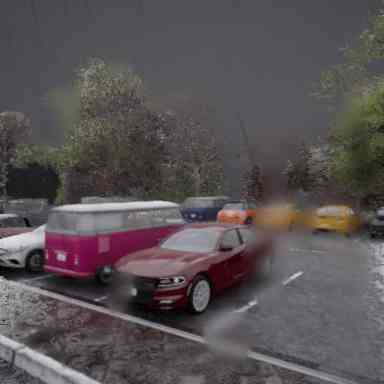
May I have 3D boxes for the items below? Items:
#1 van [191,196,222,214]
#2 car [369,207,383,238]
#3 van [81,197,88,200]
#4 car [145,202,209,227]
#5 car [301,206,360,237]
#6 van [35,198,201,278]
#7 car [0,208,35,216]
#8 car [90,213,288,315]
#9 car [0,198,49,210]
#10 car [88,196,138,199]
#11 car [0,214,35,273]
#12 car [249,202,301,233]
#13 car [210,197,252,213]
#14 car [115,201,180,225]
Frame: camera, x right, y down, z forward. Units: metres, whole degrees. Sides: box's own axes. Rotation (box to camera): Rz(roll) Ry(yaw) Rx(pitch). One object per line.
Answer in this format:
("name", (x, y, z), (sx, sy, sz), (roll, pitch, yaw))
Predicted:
("van", (1.320, 1.321, 23.451), (1.878, 1.987, 4.442), (0, 0, 35))
("car", (10.303, 1.485, 16.961), (2.231, 1.521, 4.892), (0, 0, 35))
("van", (-7.830, 1.410, 29.909), (1.878, 1.987, 4.442), (-1, 0, 35))
("car", (-1.014, 1.564, 24.948), (2.231, 1.521, 4.892), (0, 0, 35))
("car", (8.041, 1.500, 18.559), (2.097, 1.535, 5.008), (0, 0, 35))
("van", (-1.853, 1.291, 9.681), (1.878, 1.987, 4.442), (0, 0, 35))
("car", (-6.438, 1.578, 12.810), (2.163, 1.488, 4.792), (0, 0, 35))
("car", (0.352, 1.501, 7.989), (2.097, 1.535, 5.008), (0, 0, 35))
("car", (-8.741, 1.313, 14.365), (2.435, 2.045, 5.566), (0, 0, 35))
("car", (-5.519, 1.351, 28.169), (2.435, 2.045, 5.566), (-1, 0, 35))
("car", (-4.186, 1.573, 11.188), (2.002, 1.452, 4.674), (0, 0, 35))
("car", (5.675, 1.516, 20.229), (2.097, 1.535, 5.008), (0, 0, 35))
("car", (3.497, 1.406, 21.733), (2.185, 1.767, 4.553), (0, 0, 35))
("car", (-3.378, 1.577, 26.397), (1.946, 1.575, 5.366), (-1, 0, 35))
